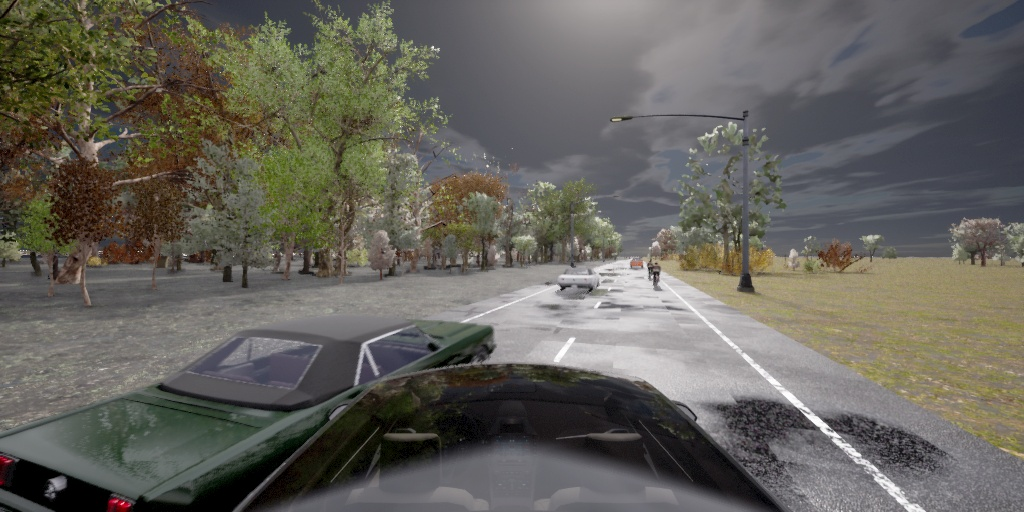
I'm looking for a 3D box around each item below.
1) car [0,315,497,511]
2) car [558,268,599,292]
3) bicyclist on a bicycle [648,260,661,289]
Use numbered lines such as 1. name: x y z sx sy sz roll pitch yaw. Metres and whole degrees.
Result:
1. car: -1.806 1.351 4.172 1.895 1.301 4.718 0 0 19
2. car: 4.139 1.354 21.650 1.895 1.301 4.718 0 0 19
3. bicyclist on a bicycle: 8.983 1.208 22.327 0.582 1.620 1.656 0 0 19
